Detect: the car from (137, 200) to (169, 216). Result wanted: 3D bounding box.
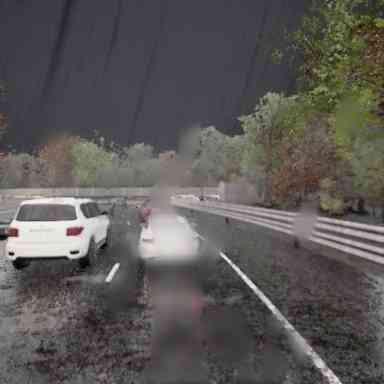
[{"bbox_3d":[-2.701,1.321,23.420,2.097,1.767,4.553,0,0,-13],"label":"car"}]

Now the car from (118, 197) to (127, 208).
[{"bbox_3d":[-10.386,1.455,46.160,2.128,1.511,4.902,0,0,-24],"label":"car"}]

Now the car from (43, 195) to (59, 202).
[{"bbox_3d":[-34.120,1.539,80.262,4.674,1.442,1.812,0,0,43],"label":"car"}]

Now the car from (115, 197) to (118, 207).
[{"bbox_3d":[-8.662,1.473,32.152,2.128,1.511,4.902,0,0,-17],"label":"car"}]

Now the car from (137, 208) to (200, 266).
[{"bbox_3d":[-0.821,1.508,11.474,1.812,1.442,4.674,0,0,-6],"label":"car"}]

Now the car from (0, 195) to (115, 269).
[{"bbox_3d":[-4.206,1.220,11.374,2.150,2.045,5.566,0,0,-6],"label":"car"}]
